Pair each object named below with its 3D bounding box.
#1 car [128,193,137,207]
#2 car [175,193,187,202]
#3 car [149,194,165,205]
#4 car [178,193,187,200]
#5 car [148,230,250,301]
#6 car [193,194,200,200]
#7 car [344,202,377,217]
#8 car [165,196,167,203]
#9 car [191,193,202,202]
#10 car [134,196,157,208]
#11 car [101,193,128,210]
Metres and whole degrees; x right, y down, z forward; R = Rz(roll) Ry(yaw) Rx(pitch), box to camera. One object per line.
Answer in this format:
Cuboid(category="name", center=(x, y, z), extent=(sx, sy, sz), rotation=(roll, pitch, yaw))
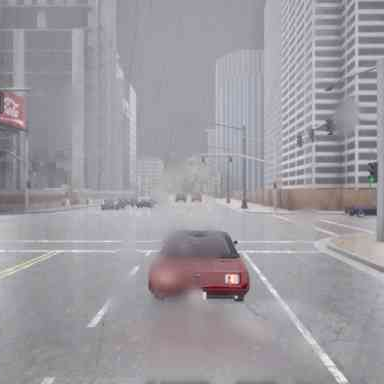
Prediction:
Cuboid(category="car", center=(-9.864, 1.221, 52.031), extent=(2.150, 2.045, 5.566), rotation=(0, 0, 1))
Cuboid(category="car", center=(-2.483, 1.216, 73.400), extent=(2.150, 2.045, 5.566), rotation=(0, 0, 1))
Cuboid(category="car", center=(-6.310, 1.564, 56.830), extent=(1.994, 1.385, 4.181), rotation=(0, 0, 0))
Cuboid(category="car", center=(-2.333, 1.184, 84.040), extent=(2.097, 1.767, 4.553), rotation=(0, 0, 1))
Cuboid(category="car", center=(0.212, 1.601, 8.278), extent=(1.895, 1.301, 4.718), rotation=(0, 0, 2))
Cuboid(category="car", center=(1.167, 1.353, 84.020), extent=(1.812, 1.442, 4.674), rotation=(0, 0, 1))
Cuboid(category="car", center=(16.534, 1.601, 30.405), extent=(4.718, 1.301, 1.895), rotation=(0, 0, 1))
Cuboid(category="car", center=(-6.090, 1.477, 67.278), extent=(1.882, 1.535, 5.008), rotation=(0, 0, 1))
Cuboid(category="car", center=(1.017, 1.216, 73.350), extent=(2.150, 2.045, 5.566), rotation=(0, 0, 1))
Cuboid(category="car", center=(-6.457, 1.601, 46.828), extent=(1.895, 1.301, 4.718), rotation=(0, 0, 1))
Cuboid(category="car", center=(-10.020, 1.352, 42.448), extent=(2.097, 1.767, 4.553), rotation=(0, 0, 1))
